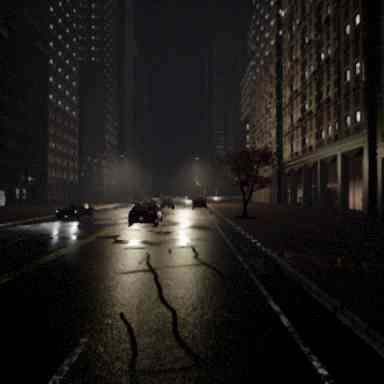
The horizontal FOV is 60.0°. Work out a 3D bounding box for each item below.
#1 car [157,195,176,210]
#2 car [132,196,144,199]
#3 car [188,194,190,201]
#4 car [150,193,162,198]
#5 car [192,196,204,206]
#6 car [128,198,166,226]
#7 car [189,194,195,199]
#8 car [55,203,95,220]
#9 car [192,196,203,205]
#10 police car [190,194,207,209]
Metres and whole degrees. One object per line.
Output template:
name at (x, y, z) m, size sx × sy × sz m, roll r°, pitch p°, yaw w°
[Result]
car at (-3.154, 1.496, 42.854) m, size 1.812 × 1.442 × 4.674 m, roll 0°, pitch 0°, yaw 0°
car at (-9.770, 1.461, 61.192) m, size 1.837 × 1.490 × 4.892 m, roll 0°, pitch 0°, yaw 0°
car at (-0.001, 1.288, 78.628) m, size 2.128 × 1.511 × 4.902 m, roll 0°, pitch 0°, yaw 0°
car at (-6.519, 1.181, 61.216) m, size 2.150 × 2.045 × 5.566 m, roll 0°, pitch 0°, yaw 0°
car at (0.975, 1.441, 53.828) m, size 1.882 × 1.535 × 5.008 m, roll 0°, pitch 0°, yaw 0°
car at (-3.149, 1.461, 23.038) m, size 1.882 × 1.535 × 5.008 m, roll 0°, pitch 0°, yaw 0°
car at (0.000, 1.266, 94.780) m, size 1.882 × 1.535 × 5.008 m, roll 0°, pitch 0°, yaw 0°
car at (-9.763, 1.582, 28.009) m, size 1.895 × 1.301 × 4.718 m, roll 0°, pitch 0°, yaw 0°
car at (0.975, 1.485, 59.829) m, size 1.812 × 1.442 × 4.674 m, roll 0°, pitch 0°, yaw 0°
police car at (0.975, 1.395, 43.937) m, size 1.930 × 1.638 × 5.238 m, roll 0°, pitch 0°, yaw 0°
